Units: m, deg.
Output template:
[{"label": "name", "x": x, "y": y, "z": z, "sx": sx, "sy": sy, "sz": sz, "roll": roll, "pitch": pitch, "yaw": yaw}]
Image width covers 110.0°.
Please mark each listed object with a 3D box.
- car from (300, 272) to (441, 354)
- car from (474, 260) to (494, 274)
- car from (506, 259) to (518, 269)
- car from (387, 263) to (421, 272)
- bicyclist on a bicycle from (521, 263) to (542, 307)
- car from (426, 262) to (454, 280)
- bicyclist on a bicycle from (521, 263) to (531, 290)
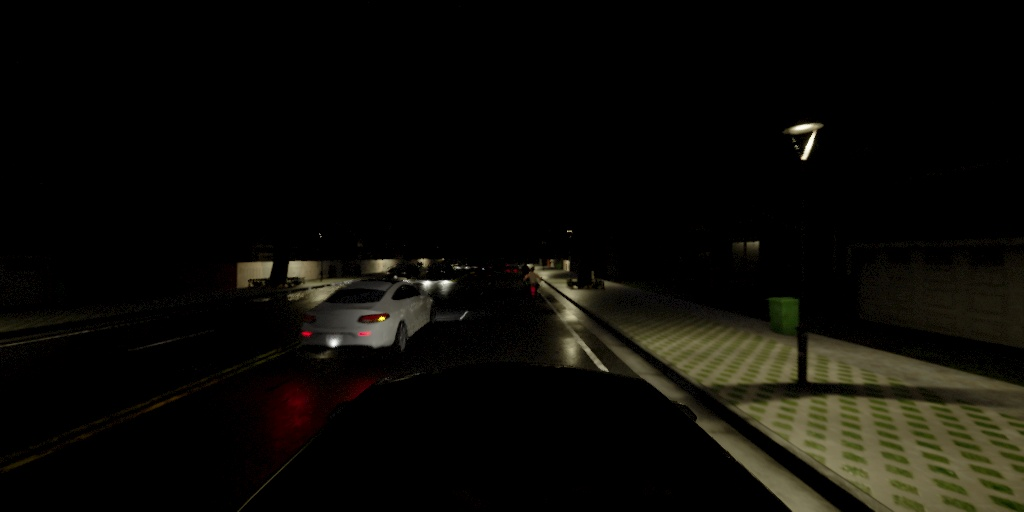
[{"label": "car", "x": -3.162, "y": 1.295, "z": 8.667, "sx": 1.812, "sy": 1.442, "sz": 4.674, "roll": 0, "pitch": 0, "yaw": 0}, {"label": "car", "x": -3.229, "y": 1.421, "z": 42.230, "sx": 1.994, "sy": 1.385, "sz": 4.181, "roll": 0, "pitch": 0, "yaw": 0}, {"label": "car", "x": -0.040, "y": 1.509, "z": 59.681, "sx": 1.895, "sy": 1.301, "sz": 4.718, "roll": 0, "pitch": 0, "yaw": 0}, {"label": "car", "x": -9.908, "y": 1.382, "z": 33.164, "sx": 2.033, "sy": 1.411, "sz": 5.357, "roll": 0, "pitch": 0, "yaw": 0}, {"label": "bicyclist on a bicycle", "x": 0.841, "y": 1.218, "z": 14.690, "sx": 0.866, "sy": 1.612, "sz": 1.509, "roll": 0, "pitch": 3, "yaw": 0}, {"label": "car", "x": -6.649, "y": 1.312, "z": 33.226, "sx": 1.882, "sy": 1.535, "sz": 5.008, "roll": 0, "pitch": 0, "yaw": 0}, {"label": "bicyclist on a bicycle", "x": 0.854, "y": 1.258, "z": 22.734, "sx": 0.582, "sy": 1.620, "sz": 1.656, "roll": 0, "pitch": 0, "yaw": 0}]
